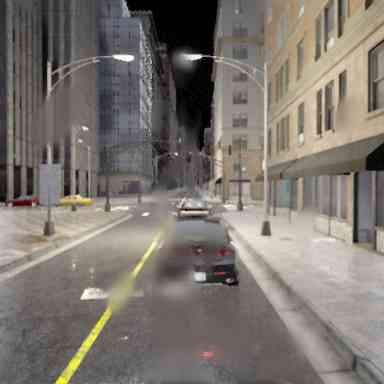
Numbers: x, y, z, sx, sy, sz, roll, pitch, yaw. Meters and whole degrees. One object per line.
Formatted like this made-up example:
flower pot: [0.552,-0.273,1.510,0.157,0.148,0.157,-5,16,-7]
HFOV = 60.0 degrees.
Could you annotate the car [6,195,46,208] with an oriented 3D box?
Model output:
car: [-19.741,1.093,39.611,4.507,1.381,1.887,-1,1,0]

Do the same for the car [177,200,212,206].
car: [0.150,1.173,18.840,2.128,1.511,4.902,0,1,0]

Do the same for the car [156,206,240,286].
car: [0.126,1.355,8.894,1.837,1.490,4.892,0,1,0]

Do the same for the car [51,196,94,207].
car: [-14.287,1.019,39.626,4.829,1.417,1.752,-1,1,0]
